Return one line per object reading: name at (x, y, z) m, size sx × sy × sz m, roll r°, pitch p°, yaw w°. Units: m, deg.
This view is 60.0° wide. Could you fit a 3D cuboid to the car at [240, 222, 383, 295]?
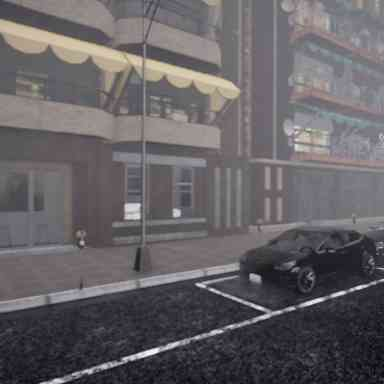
car at (3.222, 1.602, 8.850) m, size 4.313 × 1.339 × 1.947 m, roll 0°, pitch 0°, yaw -35°
